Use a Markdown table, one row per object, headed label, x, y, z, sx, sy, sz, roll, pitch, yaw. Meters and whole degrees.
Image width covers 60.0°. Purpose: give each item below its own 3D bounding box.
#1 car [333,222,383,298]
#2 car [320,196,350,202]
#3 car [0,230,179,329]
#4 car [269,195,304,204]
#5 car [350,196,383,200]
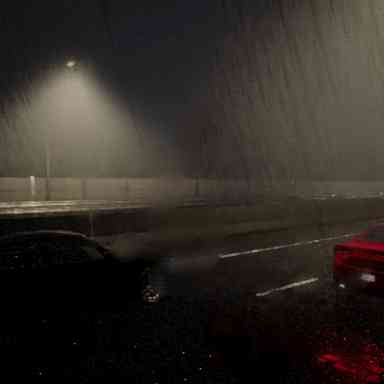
| label | x | y | z | sx | sy | sz | roll | pitch | yaw |
| --- | --- | --- | --- | --- | --- | --- | --- | --- | --- |
| car | 5.203 | 1.356 | 7.457 | 5.008 | 1.535 | 1.882 | -1 | 1 | -36 |
| car | 15.966 | 1.087 | 36.847 | 4.181 | 1.385 | 1.994 | -1 | 0 | -35 |
| car | -2.589 | 1.457 | 6.201 | 5.008 | 1.535 | 1.882 | -1 | 1 | -35 |
| car | 10.667 | 1.101 | 37.378 | 4.674 | 1.442 | 1.812 | -1 | 1 | -35 |
| car | 18.944 | 1.108 | 34.675 | 4.718 | 1.301 | 1.895 | -1 | 1 | -35 |
